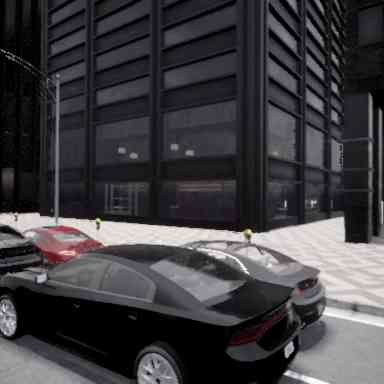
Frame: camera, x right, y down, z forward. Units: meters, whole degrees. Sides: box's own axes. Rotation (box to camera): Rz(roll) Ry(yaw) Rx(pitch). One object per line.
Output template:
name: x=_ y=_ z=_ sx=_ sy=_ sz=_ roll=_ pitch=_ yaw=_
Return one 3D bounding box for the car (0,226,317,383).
car: x=-1.001 y=1.520 z=4.972 sx=5.008 sy=1.535 sz=1.882 roll=0 pitch=-1 yaw=35

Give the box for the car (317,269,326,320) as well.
car: x=0.245 y=1.612 z=6.505 sx=4.403 sy=1.369 sz=2.008 roll=0 pitch=0 yaw=36

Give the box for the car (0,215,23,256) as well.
car: x=-8.817 y=1.628 z=13.210 sx=4.403 sy=1.369 sz=2.008 roll=0 pitch=0 yaw=36

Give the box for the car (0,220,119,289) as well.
car: x=-4.286 y=1.650 z=9.857 sx=4.206 sy=1.307 sz=1.802 roll=0 pitch=0 yaw=36

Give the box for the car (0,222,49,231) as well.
car: x=-5.775 y=1.557 z=8.645 sx=4.892 sy=1.490 sz=1.837 roll=0 pitch=-1 yaw=36
